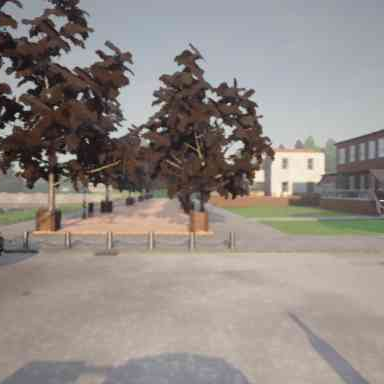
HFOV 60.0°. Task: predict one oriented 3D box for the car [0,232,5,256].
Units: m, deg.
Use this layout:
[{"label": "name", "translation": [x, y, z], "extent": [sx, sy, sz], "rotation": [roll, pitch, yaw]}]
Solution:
[{"label": "car", "translation": [-7.682, 1.391, 9.304], "extent": [4.902, 1.511, 2.128], "rotation": [1, 0, 16]}]
